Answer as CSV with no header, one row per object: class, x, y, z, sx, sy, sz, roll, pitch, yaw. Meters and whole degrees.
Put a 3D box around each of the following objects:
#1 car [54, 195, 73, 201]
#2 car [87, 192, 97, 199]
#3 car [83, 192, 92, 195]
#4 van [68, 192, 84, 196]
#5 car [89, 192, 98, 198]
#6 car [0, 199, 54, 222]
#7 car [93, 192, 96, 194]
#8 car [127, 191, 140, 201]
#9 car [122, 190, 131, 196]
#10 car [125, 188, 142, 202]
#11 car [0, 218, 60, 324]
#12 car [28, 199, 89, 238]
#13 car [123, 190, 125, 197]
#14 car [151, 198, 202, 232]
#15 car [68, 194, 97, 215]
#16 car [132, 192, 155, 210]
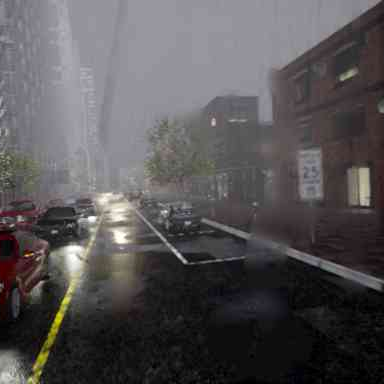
car,-12.612,1.407,30.974,1.967,1.590,4.097,-5,2,-13
car,-24.070,0.824,80.022,1.752,1.417,4.829,-5,2,-13
car,-17.819,0.979,53.237,2.192,1.841,5.009,-5,2,-13
van,-15.296,1.152,42.460,1.690,1.788,3.998,-5,2,-13
car,-25.330,0.751,85.410,1.752,1.417,4.829,-5,2,-13
car,-10.187,1.435,20.173,2.192,1.841,5.009,-5,2,-13
car,-21.585,0.988,69.410,1.887,1.381,4.507,-5,2,-13
car,-9.696,0.633,55.297,1.752,1.417,4.829,-5,2,-13
car,-17.220,0.235,87.463,1.947,1.339,4.313,-5,2,-13
car,-8.413,0.499,49.736,2.192,1.841,5.009,-5,2,-13
car,-4.380,1.648,7.306,1.812,1.442,4.674,-4,2,-12
car,-6.722,1.466,17.267,1.882,1.535,5.008,-4,2,-13
car,-14.717,0.132,76.679,2.192,1.841,5.009,-5,2,-13
car,-0.704,1.164,17.442,2.008,1.369,4.403,-5,2,-13
car,-9.700,1.318,30.069,1.837,1.490,4.892,-4,2,-13
car,-4.433,0.963,32.865,2.008,1.369,4.403,-5,2,-13
